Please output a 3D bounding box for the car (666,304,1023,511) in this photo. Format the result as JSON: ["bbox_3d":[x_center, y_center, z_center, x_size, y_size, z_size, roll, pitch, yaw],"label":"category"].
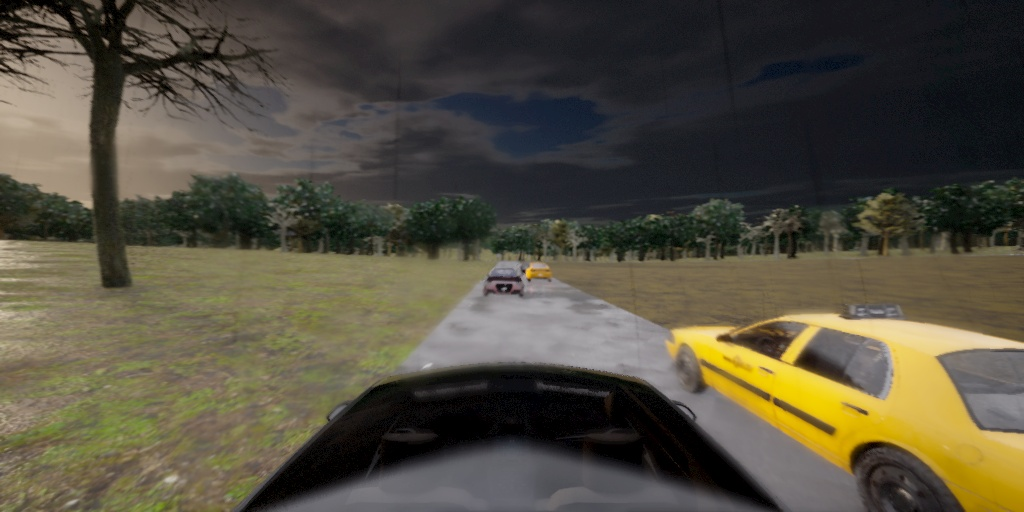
[{"bbox_3d":[3.494,1.255,3.780,1.801,1.575,5.366,1,0,-1],"label":"car"}]

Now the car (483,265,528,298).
[{"bbox_3d":[-0.406,1.343,18.705,1.994,1.385,4.181,1,0,-1],"label":"car"}]

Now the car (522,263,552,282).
[{"bbox_3d":[2.159,1.300,30.005,1.882,1.535,5.008,1,0,-1],"label":"car"}]
